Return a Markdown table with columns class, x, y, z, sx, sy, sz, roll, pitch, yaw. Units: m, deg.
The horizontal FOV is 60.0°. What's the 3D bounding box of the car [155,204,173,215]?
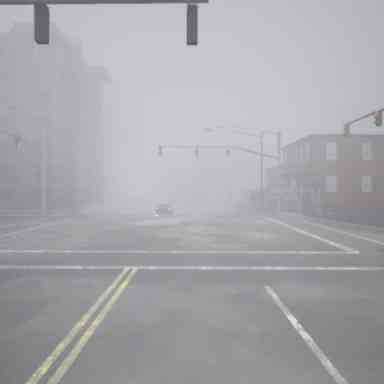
| class | x | y | z | sx | sy | sz | roll | pitch | yaw |
| --- | --- | --- | --- | --- | --- | --- | --- | --- | --- |
| car | -3.581 | 2.331 | 43.206 | 2.097 | 1.767 | 4.553 | 0 | -9 | 0 |
